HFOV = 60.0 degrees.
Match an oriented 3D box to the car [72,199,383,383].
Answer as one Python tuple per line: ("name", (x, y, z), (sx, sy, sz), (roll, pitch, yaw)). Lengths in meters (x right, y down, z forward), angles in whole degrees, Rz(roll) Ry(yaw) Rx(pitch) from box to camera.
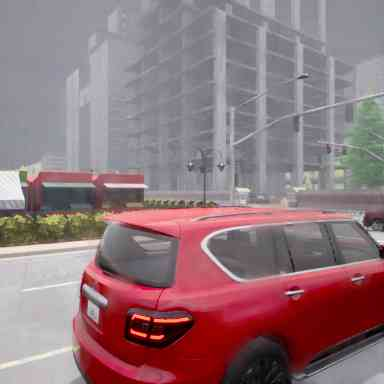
("car", (1.259, 1.221, 4.687), (5.566, 2.045, 2.150), (0, 0, -35))

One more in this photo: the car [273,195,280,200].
("car", (14.052, 1.114, 59.913), (1.905, 1.878, 3.866), (0, 0, -36))

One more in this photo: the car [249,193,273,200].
("car", (11.661, 1.114, 58.199), (1.905, 1.878, 3.866), (0, 0, -36))

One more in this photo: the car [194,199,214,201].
("car", (1.379, 1.422, 32.052), (1.882, 1.535, 5.008), (0, 0, -36))
